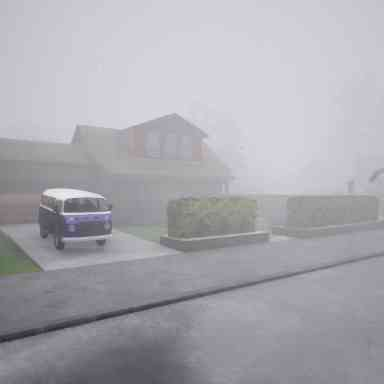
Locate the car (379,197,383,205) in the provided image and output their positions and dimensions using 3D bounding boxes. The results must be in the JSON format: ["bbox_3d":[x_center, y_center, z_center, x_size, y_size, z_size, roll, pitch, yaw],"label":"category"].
[{"bbox_3d":[24.678,0.985,41.429,3.866,1.878,1.905,0,0,0],"label":"car"}]
